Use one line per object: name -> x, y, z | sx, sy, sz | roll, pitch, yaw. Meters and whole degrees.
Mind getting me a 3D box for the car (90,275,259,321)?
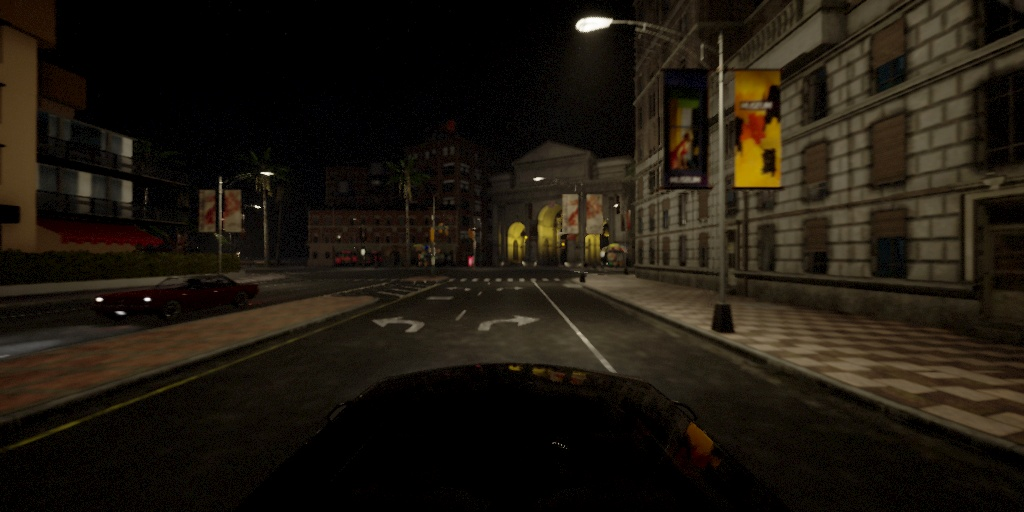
car -> -11.586, 1.385, 12.834 | 1.895, 1.301, 4.718 | 0, 0, 0
